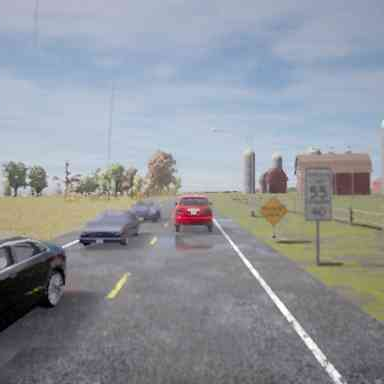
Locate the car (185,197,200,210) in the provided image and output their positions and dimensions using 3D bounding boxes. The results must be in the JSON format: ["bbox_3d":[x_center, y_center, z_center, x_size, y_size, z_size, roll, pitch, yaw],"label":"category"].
[{"bbox_3d":[0.075,1.481,44.211,1.837,1.490,4.892,0,0,0],"label":"car"}]

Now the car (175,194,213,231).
[{"bbox_3d":[0.100,1.215,20.649,2.150,2.045,5.566,0,0,0],"label":"car"}]

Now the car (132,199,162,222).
[{"bbox_3d":[-3.586,1.343,25.918,2.097,1.767,4.553,0,0,0],"label":"car"}]

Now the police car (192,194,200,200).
[{"bbox_3d":[1.055,1.333,89.569,1.930,1.638,5.238,0,0,0],"label":"police car"}]

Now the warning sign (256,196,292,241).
[{"bbox_3d":[3.544,1.111,14.465,1.300,1.860,1.060,0,0,0],"label":"warning sign"}]

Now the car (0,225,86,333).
[{"bbox_3d":[-3.585,1.491,5.115,2.128,1.511,4.902,0,0,2],"label":"car"}]

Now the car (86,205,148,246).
[{"bbox_3d":[-3.594,1.543,15.596,2.033,1.411,5.357,0,0,0],"label":"car"}]
